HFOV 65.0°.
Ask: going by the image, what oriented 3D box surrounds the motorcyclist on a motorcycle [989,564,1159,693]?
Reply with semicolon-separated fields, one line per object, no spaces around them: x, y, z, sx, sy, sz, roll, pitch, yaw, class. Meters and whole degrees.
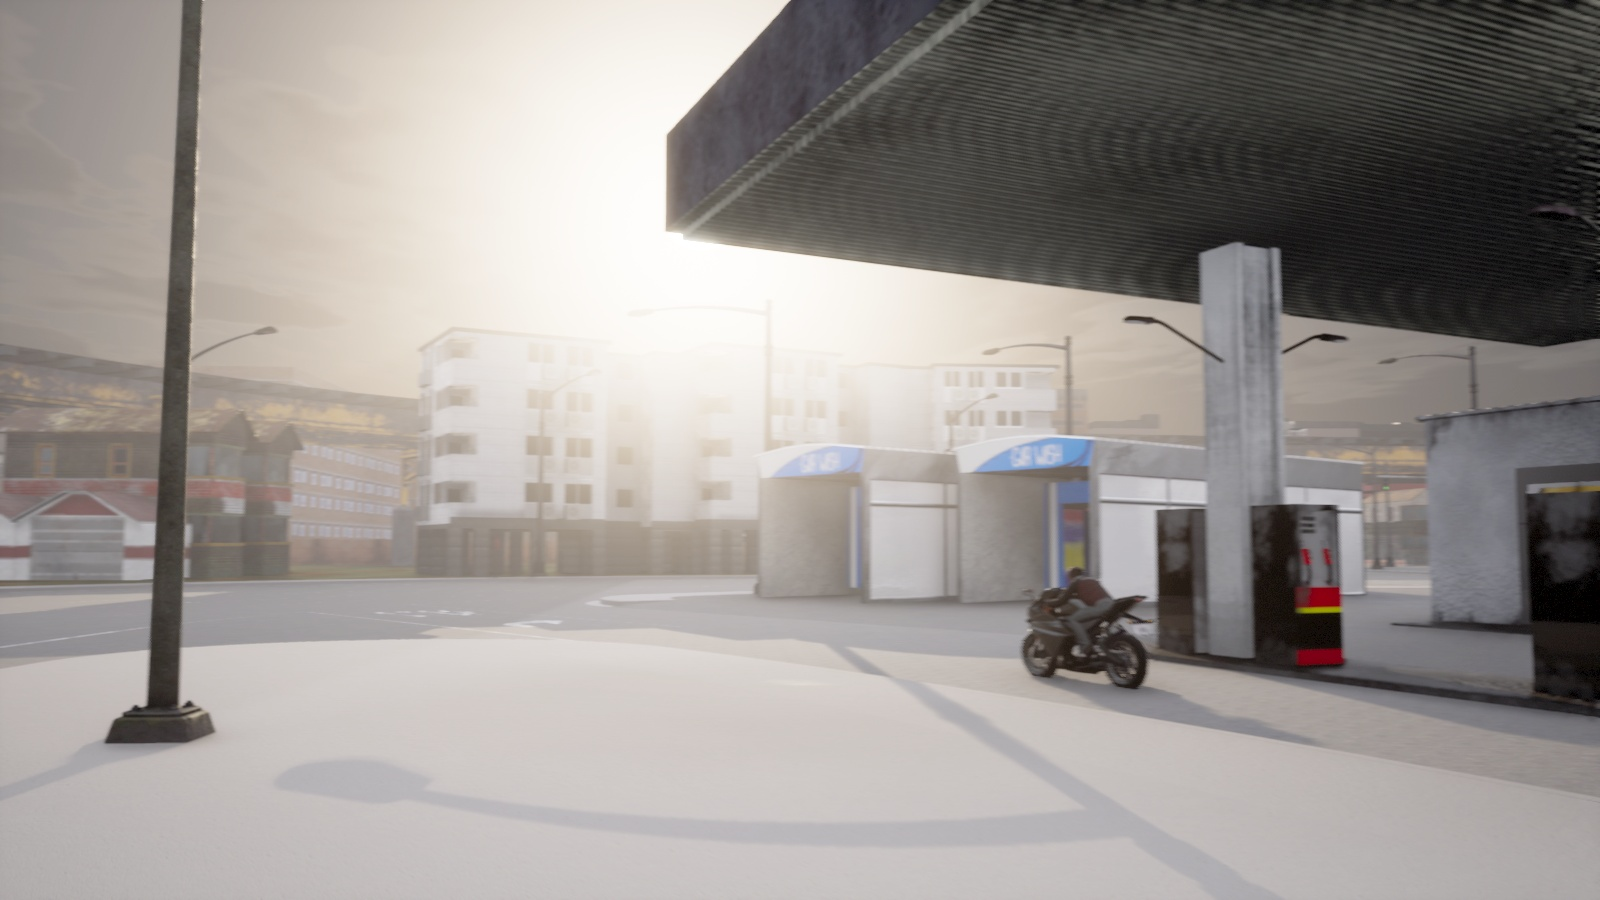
3.540;2.273;16.441;0.866;1.530;2.191;2;-5;-31;motorcyclist on a motorcycle
